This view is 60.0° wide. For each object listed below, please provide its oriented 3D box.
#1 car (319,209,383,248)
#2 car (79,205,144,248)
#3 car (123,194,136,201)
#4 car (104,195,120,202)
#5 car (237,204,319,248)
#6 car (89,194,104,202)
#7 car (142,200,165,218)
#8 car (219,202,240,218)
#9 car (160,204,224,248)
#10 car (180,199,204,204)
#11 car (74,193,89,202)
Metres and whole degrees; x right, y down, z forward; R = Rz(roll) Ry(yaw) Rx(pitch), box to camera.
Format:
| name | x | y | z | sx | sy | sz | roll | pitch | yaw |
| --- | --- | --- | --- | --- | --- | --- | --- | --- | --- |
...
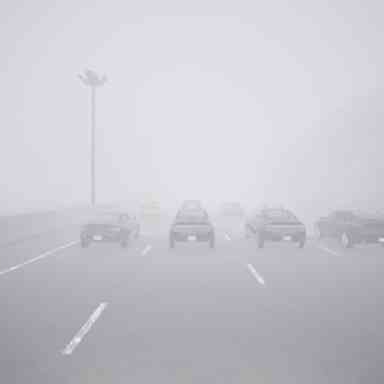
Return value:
| name | x | y | z | sx | sy | sz | roll | pitch | yaw |
| --- | --- | --- | --- | --- | --- | --- | --- | --- | --- |
| car | 7.000 | 1.514 | 14.650 | 1.837 | 1.490 | 4.892 | 0 | 0 | 0 |
| car | -3.500 | 1.530 | 14.650 | 1.812 | 1.442 | 4.674 | 0 | 0 | 0 |
| car | -14.000 | 1.303 | 74.703 | 2.097 | 1.767 | 4.553 | 0 | 0 | 0 |
| car | -17.500 | 1.488 | 74.673 | 2.033 | 1.411 | 5.357 | 0 | 0 | 0 |
| car | 3.500 | 1.492 | 14.650 | 2.128 | 1.511 | 4.902 | 0 | 0 | 0 |
| car | -21.000 | 1.448 | 74.673 | 1.837 | 1.490 | 4.892 | 0 | 0 | 0 |
| car | -3.500 | 1.482 | 29.650 | 1.882 | 1.535 | 5.008 | 0 | 0 | 0 |
| car | 3.500 | 1.561 | 29.650 | 2.033 | 1.411 | 5.357 | 0 | 0 | 0 |
| car | 0.000 | 1.492 | 14.650 | 2.128 | 1.511 | 4.902 | 0 | 0 | 0 |
| car | 0.000 | 1.364 | 29.620 | 2.097 | 1.767 | 4.553 | 0 | 0 | 0 |
| car | -24.500 | 1.173 | 74.643 | 2.150 | 2.045 | 5.566 | 0 | 0 | 0 |
